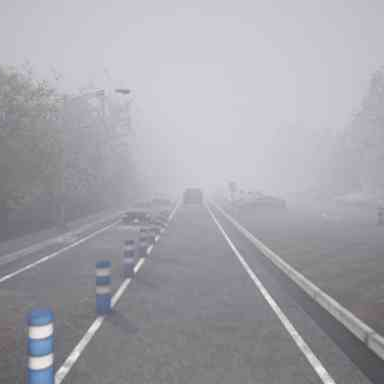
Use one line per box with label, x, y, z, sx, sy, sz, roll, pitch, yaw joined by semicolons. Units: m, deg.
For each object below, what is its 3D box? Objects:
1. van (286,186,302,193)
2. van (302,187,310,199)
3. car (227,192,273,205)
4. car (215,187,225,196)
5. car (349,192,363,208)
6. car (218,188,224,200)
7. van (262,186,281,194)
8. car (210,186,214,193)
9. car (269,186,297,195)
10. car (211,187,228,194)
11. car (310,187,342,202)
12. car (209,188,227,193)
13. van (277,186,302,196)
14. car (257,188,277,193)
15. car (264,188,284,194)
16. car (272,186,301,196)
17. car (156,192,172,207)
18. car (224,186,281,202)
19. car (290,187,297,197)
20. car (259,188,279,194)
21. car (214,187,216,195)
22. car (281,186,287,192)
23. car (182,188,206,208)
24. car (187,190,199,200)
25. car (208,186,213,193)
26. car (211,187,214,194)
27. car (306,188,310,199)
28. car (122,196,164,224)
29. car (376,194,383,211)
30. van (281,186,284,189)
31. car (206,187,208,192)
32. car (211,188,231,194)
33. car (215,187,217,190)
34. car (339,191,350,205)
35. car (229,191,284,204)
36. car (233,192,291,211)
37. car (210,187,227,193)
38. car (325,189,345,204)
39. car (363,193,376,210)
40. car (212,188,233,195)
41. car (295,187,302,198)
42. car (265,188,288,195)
van;20.019;0.018;60.221;4.442;1.987;1.878;0;1;0
van;20.173;0.229;52.059;4.442;1.987;1.878;0;2;0
car;7.066;0.792;40.999;5.366;1.575;1.946;0;2;0
car;6.792;0.456;52.222;5.366;1.575;1.946;0;2;0
car;19.883;0.988;35.332;4.792;1.488;2.163;0;2;1
car;6.743;0.625;46.552;5.366;1.575;1.946;0;2;0
van;20.461;-0.525;85.286;4.442;1.987;1.878;0;1;1
car;7.140;-0.025;74.293;4.792;1.488;2.163;0;1;0
car;20.219;-0.309;74.082;5.566;2.045;2.435;0;1;0
car;7.257;-0.479;88.167;4.553;1.767;2.185;0;1;0
car;20.036;0.372;46.398;5.566;2.045;2.435;0;2;0
car;7.331;-0.473;93.720;5.008;1.535;2.097;0;1;0
van;20.082;-0.164;68.545;4.442;1.987;1.878;0;1;1
car;20.385;-0.416;90.705;5.008;1.535;2.097;0;1;1
car;20.323;-0.199;82.522;4.674;1.452;2.002;0;1;0
car;20.195;-0.250;71.313;5.566;2.045;2.435;0;1;0
car;-3.308;0.793;38.132;1.882;1.535;5.008;0;2;0
car;6.885;0.628;38.218;5.566;2.045;2.435;0;2;0
car;20.133;0.338;57.475;4.792;1.488;2.163;0;1;1
car;20.365;-0.316;87.936;4.674;1.452;2.002;0;1;0
car;7.102;0.214;63.190;4.792;1.488;2.163;0;1;1
car;20.157;0.180;63.011;5.008;1.535;2.097;0;1;1
car;0.113;0.577;36.558;2.150;2.045;5.566;0;1;0
car;0.158;0.473;54.543;1.994;1.385;4.181;0;1;0
car;7.007;-0.118;77.069;5.366;1.575;1.946;0;1;0
car;7.115;0.034;71.517;4.792;1.488;2.163;0;1;0
car;20.004;0.569;49.175;4.792;1.488;2.163;0;2;0
car;-3.344;1.261;22.523;2.033;1.411;5.357;0;1;0
car;19.860;1.122;29.917;5.008;1.535;2.097;0;2;0
van;20.292;-0.105;65.774;4.442;1.987;1.878;0;1;1
car;7.079;-0.297;85.395;5.366;1.575;1.946;0;1;0
car;7.234;-0.233;82.618;4.892;1.521;2.231;0;1;0
car;7.019;0.313;57.639;4.892;1.521;2.231;0;2;0
car;19.933;0.915;38.101;4.674;1.452;2.002;0;2;1
car;6.838;0.963;35.451;5.008;1.535;2.097;0;2;0
car;6.780;1.077;32.677;4.792;1.488;2.163;0;2;0
car;7.281;-0.539;90.942;4.553;1.767;2.185;0;1;0
car;19.775;0.788;40.870;5.366;1.575;1.946;0;2;1
car;19.921;0.913;32.683;4.553;1.767;2.185;0;2;0
car;7.223;-0.173;79.843;4.892;1.521;2.231;0;1;0
car;20.110;0.407;54.837;4.792;1.488;2.163;0;2;1
car;20.290;-0.177;79.628;5.008;1.535;2.097;0;1;1
